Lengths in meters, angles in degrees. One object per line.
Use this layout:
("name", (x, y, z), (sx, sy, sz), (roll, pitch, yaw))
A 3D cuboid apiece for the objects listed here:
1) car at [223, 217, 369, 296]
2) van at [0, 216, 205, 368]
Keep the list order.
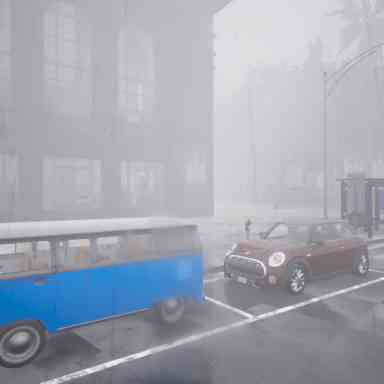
("car", (2.740, 1.439, 8.600), (4.097, 1.590, 1.967), (0, 0, -35))
("van", (-1.680, 1.341, 5.453), (3.998, 1.788, 1.690), (0, 0, -35))
